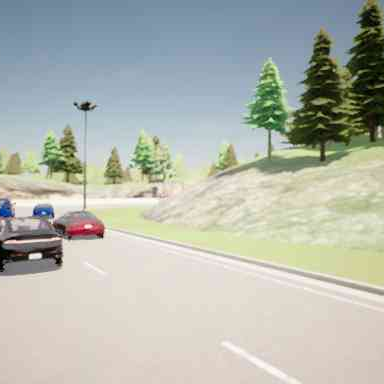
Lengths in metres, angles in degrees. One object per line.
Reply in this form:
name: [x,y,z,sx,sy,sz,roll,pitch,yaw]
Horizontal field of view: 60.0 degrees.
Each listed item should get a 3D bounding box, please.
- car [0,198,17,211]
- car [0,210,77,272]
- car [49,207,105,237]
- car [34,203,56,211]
car: [-16.895,1.521,29.356,2.150,2.045,5.566,0,0,-25]
car: [-5.769,1.610,11.405,2.128,1.511,4.902,0,-1,-34]
car: [-6.390,1.755,18.614,1.994,1.385,4.181,0,-1,-34]
car: [-14.561,1.814,32.871,1.882,1.535,5.008,0,-1,-22]
